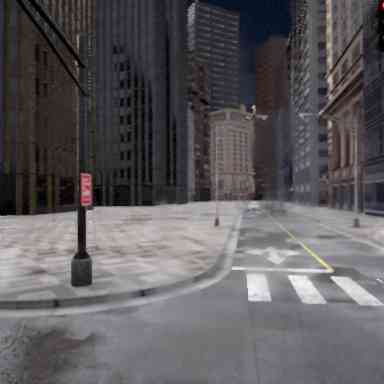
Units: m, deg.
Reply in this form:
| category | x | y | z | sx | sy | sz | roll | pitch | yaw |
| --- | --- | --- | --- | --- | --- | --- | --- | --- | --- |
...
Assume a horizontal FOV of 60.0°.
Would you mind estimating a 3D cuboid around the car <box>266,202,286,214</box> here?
| category | x | y | z | sx | sy | sz | roll | pitch | yaw |
| --- | --- | --- | --- | --- | --- | --- | --- | --- | --- |
| car | 11.524 | 2.131 | 44.881 | 2.033 | 1.411 | 5.357 | 0 | -1 | 9 |

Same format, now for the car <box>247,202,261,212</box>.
| category | x | y | z | sx | sy | sz | roll | pitch | yaw |
| --- | --- | --- | --- | --- | --- | --- | --- | --- | --- |
| car | 9.285 | 2.194 | 49.903 | 1.812 | 1.442 | 4.674 | 0 | -1 | 9 |
